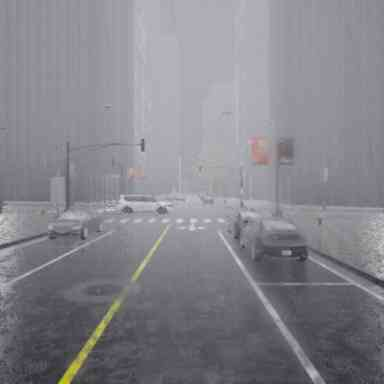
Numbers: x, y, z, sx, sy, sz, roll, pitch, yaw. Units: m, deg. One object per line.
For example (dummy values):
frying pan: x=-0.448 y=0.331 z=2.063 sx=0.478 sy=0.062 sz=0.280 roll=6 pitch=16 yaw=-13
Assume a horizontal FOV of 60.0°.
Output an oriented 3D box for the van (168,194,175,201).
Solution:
van: x=-5.318 y=1.310 z=86.707 sx=1.690 sy=1.788 sz=3.998 roll=0 pitch=0 yaw=1

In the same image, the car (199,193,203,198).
car: x=3.056 y=1.522 z=70.095 sx=2.008 sy=1.369 sz=4.403 roll=0 pitch=0 yaw=1

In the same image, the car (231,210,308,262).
car: x=2.765 y=1.543 z=11.894 sx=2.008 sy=1.369 sz=4.403 roll=0 pitch=0 yaw=0

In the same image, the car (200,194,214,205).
car: x=2.955 y=1.525 z=59.069 sx=2.008 sy=1.369 sz=4.403 roll=0 pitch=0 yaw=1

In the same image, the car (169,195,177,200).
car: x=-5.268 y=1.513 z=92.219 sx=1.887 sy=1.381 sz=4.507 roll=0 pitch=0 yaw=1

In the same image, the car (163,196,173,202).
car: x=-5.419 y=1.536 z=75.682 sx=1.947 sy=1.339 sz=4.313 roll=0 pitch=0 yaw=1

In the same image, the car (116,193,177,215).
car: x=-4.586 y=1.309 z=32.476 sx=5.566 sy=2.045 sz=2.150 roll=1 pitch=-1 yaw=0

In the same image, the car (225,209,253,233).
car: x=2.765 y=1.540 z=16.886 sx=2.008 sy=1.369 sz=4.403 roll=0 pitch=0 yaw=0

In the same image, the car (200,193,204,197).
car: x=3.007 y=1.498 z=64.752 sx=1.752 sy=1.417 sz=4.829 roll=0 pitch=0 yaw=1

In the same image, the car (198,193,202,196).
car: x=3.107 y=1.286 z=75.607 sx=2.192 sy=1.841 sz=5.009 roll=0 pitch=0 yaw=1

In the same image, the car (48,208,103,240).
car: x=-5.761 y=1.540 z=16.890 sx=2.008 sy=1.369 sz=4.403 roll=0 pitch=0 yaw=0

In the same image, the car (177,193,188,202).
car: x=-2.640 y=1.448 z=77.548 sx=1.882 sy=1.535 sz=5.008 roll=0 pitch=0 yaw=1

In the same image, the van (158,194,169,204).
van: x=-5.519 y=1.313 z=64.657 sx=1.690 sy=1.788 sz=3.998 roll=0 pitch=0 yaw=1
